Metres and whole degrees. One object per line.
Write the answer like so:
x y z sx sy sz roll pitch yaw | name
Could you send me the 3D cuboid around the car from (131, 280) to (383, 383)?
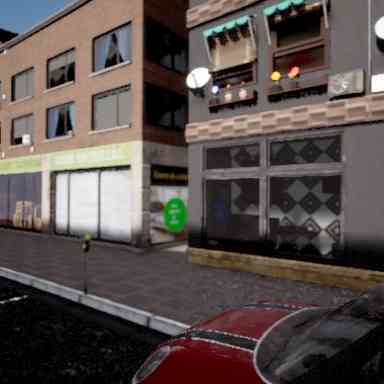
1.637 1.390 2.127 4.553 1.767 2.097 0 -1 38 | car
